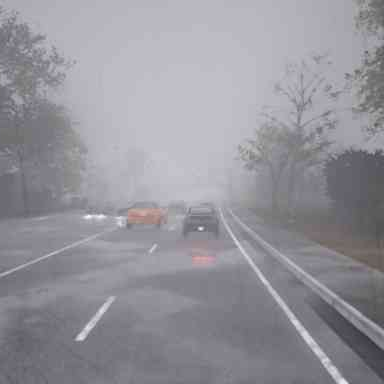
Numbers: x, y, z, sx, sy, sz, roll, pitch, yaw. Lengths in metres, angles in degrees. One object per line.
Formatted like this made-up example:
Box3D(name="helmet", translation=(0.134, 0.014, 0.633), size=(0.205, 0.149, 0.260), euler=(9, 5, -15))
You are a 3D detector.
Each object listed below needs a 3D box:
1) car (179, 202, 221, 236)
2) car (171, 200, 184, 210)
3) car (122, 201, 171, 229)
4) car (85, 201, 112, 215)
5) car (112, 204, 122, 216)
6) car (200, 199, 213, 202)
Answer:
Box3D(name="car", translation=(0.519, 1.514, 18.468), size=(1.837, 1.490, 4.892), euler=(0, 0, 2))
Box3D(name="car", translation=(-1.721, 1.618, 40.181), size=(1.895, 1.301, 4.718), euler=(0, 0, 4))
Box3D(name="car", translation=(-2.828, 1.359, 21.956), size=(2.097, 1.767, 4.553), euler=(0, 0, 3))
Box3D(name="car", translation=(-9.357, 1.572, 34.087), size=(1.994, 1.385, 4.181), euler=(0, 0, 4))
Box3D(name="car", translation=(-5.931, 1.558, 33.039), size=(2.033, 1.411, 5.357), euler=(0, 0, 4))
Box3D(name="car", translation=(1.701, 1.545, 39.149), size=(1.812, 1.442, 4.674), euler=(0, 0, 4))
